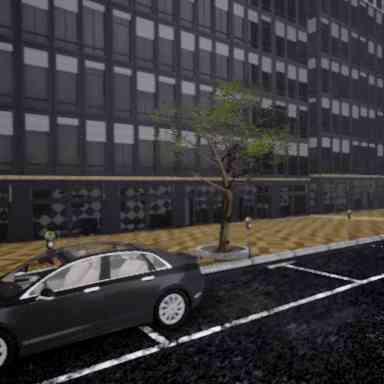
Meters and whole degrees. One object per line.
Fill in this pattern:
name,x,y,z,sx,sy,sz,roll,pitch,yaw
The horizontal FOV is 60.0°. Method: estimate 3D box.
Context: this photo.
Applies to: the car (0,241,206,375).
car,-1.804,1.538,5.283,4.403,1.369,2.008,-1,0,-36
